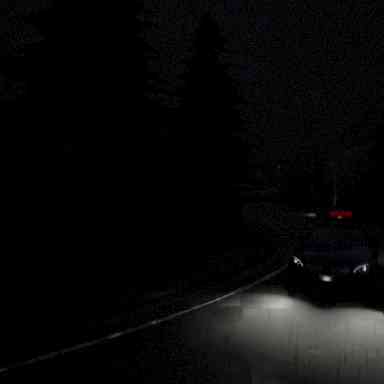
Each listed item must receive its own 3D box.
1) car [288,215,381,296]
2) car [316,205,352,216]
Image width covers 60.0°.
[{"bbox_3d":[4.057,1.597,9.149,1.812,1.442,4.674,1,0,30],"label":"car"},{"bbox_3d":[12.607,1.833,29.983,1.895,1.301,4.718,0,0,7],"label":"car"}]
